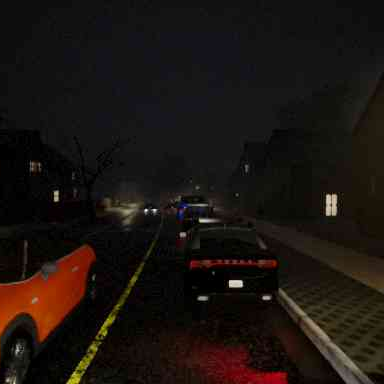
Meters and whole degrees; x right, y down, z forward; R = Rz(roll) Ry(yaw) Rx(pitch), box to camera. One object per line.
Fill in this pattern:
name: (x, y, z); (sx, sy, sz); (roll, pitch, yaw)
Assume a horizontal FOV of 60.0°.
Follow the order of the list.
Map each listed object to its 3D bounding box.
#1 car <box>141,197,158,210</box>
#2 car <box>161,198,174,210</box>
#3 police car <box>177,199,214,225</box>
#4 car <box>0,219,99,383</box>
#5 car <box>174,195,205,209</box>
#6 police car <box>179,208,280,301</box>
car: (-5.930, 1.710, 47.363); (2.033, 1.411, 5.357); (0, 0, -7)
car: (-2.813, 1.736, 45.619); (1.895, 1.301, 4.718); (0, 0, -7)
police car: (0.334, 1.443, 18.534); (1.930, 1.638, 5.238); (0, 0, -3)
car: (-2.940, 1.351, 4.980); (2.097, 1.767, 4.553); (0, 0, -1)
car: (-0.014, 1.260, 24.483); (2.150, 2.045, 5.566); (0, 0, -4)
police car: (0.713, 1.425, 8.475); (1.930, 1.638, 5.238); (0, 0, -1)
